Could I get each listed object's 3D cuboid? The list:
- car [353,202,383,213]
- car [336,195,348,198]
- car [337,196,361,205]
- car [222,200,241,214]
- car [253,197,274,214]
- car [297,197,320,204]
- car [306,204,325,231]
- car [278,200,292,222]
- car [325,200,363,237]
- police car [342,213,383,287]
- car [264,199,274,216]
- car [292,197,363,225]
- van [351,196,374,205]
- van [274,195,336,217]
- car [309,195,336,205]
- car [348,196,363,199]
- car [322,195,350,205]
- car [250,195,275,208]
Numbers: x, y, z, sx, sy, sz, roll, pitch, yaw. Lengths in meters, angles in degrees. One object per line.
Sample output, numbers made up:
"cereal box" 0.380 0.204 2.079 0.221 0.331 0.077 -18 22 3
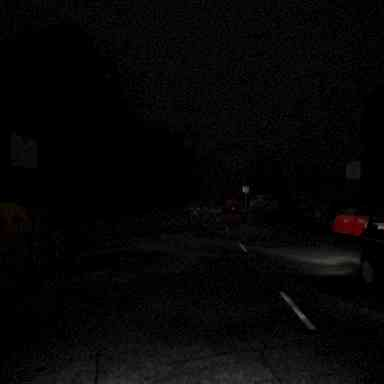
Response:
"car" 9.414 1.455 13.739 4.553 1.767 2.185 1 0 -19
"car" 22.963 1.583 56.631 2.435 2.045 5.566 1 0 -21
"car" 34.846 1.863 73.797 2.185 1.767 4.553 1 -1 -21
"car" 4.457 1.623 38.109 1.882 1.535 5.008 0 0 1
"car" 9.544 1.648 34.704 5.366 1.575 1.946 1 0 -19
"car" 25.764 1.951 73.658 2.163 1.488 4.792 0 -1 -21
"car" 9.531 1.641 19.748 4.674 1.452 2.002 1 0 -19
"car" 9.604 1.622 25.759 5.008 1.535 2.097 1 0 -19
"car" 9.458 1.464 16.740 4.553 1.767 2.185 1 0 -19
"police car" 5.180 1.474 6.601 1.930 1.638 5.238 0 0 1
"car" 9.690 1.684 31.761 4.674 1.452 2.002 1 0 -19
"car" 9.607 1.486 22.756 4.553 1.767 2.185 1 0 -19
"van" 37.828 1.786 73.914 1.878 1.987 4.442 1 -1 -21
"van" 9.763 1.410 28.803 4.442 1.987 1.878 1 0 -19
"car" 28.789 1.692 73.705 2.435 2.045 5.566 0 -1 -21
"car" 25.878 1.885 56.710 2.163 1.488 4.792 0 1 -21
"car" 31.850 1.714 73.705 2.435 2.045 5.566 1 -1 -21
"car" 9.807 1.426 40.796 5.566 2.045 2.435 1 0 -19
